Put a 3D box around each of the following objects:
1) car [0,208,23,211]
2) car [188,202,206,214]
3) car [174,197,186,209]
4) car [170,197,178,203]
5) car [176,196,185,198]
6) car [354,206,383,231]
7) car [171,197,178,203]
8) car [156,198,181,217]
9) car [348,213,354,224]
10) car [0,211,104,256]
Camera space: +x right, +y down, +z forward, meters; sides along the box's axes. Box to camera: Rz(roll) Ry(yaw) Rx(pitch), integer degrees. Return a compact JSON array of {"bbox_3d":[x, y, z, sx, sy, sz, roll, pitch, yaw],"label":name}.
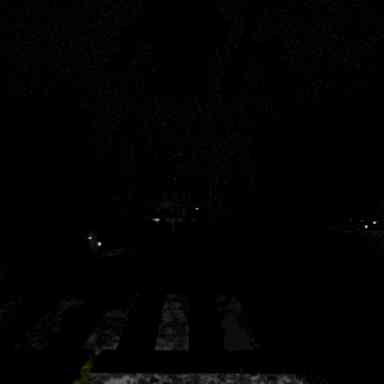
[{"bbox_3d":[-12.761,1.819,22.043,5.008,1.535,1.882,0,-1,-1],"label":"car"},{"bbox_3d":[0.556,1.848,38.718,1.994,1.385,4.181,0,0,0],"label":"car"},{"bbox_3d":[-2.388,1.902,48.831,2.033,1.411,5.357,0,0,0],"label":"car"},{"bbox_3d":[-4.956,2.231,92.032,2.008,1.369,4.403,1,0,0],"label":"car"},{"bbox_3d":[-2.258,2.036,65.869,2.033,1.411,5.357,0,0,0],"label":"car"},{"bbox_3d":[12.676,1.566,19.158,5.357,1.411,2.033,-1,-2,0],"label":"car"},{"bbox_3d":[-4.991,2.222,94.006,1.752,1.417,4.829,1,0,0],"label":"car"},{"bbox_3d":[-2.495,1.732,34.629,1.882,1.535,5.008,0,0,2],"label":"car"},{"bbox_3d":[13.103,1.616,22.415,4.892,1.490,1.837,-1,-2,0],"label":"car"},{"bbox_3d":[-6.111,1.563,12.346,5.357,1.411,2.033,0,-2,0],"label":"car"}]
